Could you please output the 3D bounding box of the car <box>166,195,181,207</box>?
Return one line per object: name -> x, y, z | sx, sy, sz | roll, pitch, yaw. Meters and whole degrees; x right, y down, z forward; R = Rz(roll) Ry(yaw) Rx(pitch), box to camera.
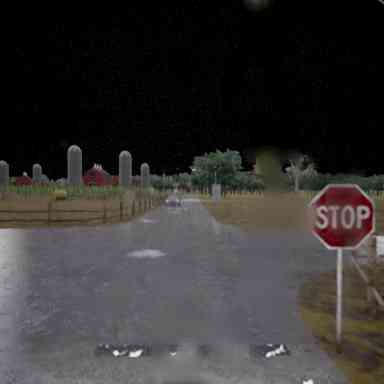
car -> -2.774, 1.272, 49.705 | 2.097, 1.767, 4.553 | 0, 0, 0
